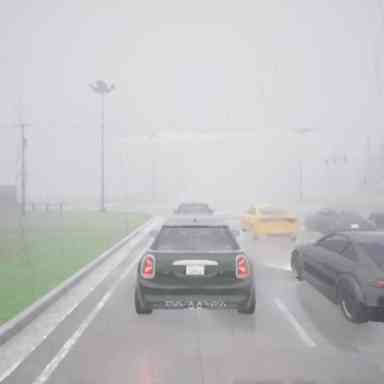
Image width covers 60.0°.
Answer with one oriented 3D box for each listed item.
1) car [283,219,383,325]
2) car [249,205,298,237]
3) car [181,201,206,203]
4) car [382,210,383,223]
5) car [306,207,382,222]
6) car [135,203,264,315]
[{"bbox_3d":[3.565,1.508,7.018,1.994,1.385,4.181,0,0,0],"label":"car"},{"bbox_3d":[3.586,1.350,16.033,1.882,1.535,5.008,0,0,0],"label":"car"},{"bbox_3d":[0.085,1.221,16.372,2.097,1.767,4.553,0,0,0],"label":"car"},{"bbox_3d":[10.586,1.363,16.407,2.128,1.511,4.902,0,0,0],"label":"car"},{"bbox_3d":[7.085,1.434,16.457,1.994,1.385,4.181,0,0,0],"label":"car"},{"bbox_3d":[0.064,1.291,7.602,2.097,1.767,4.553,0,0,0],"label":"car"}]
